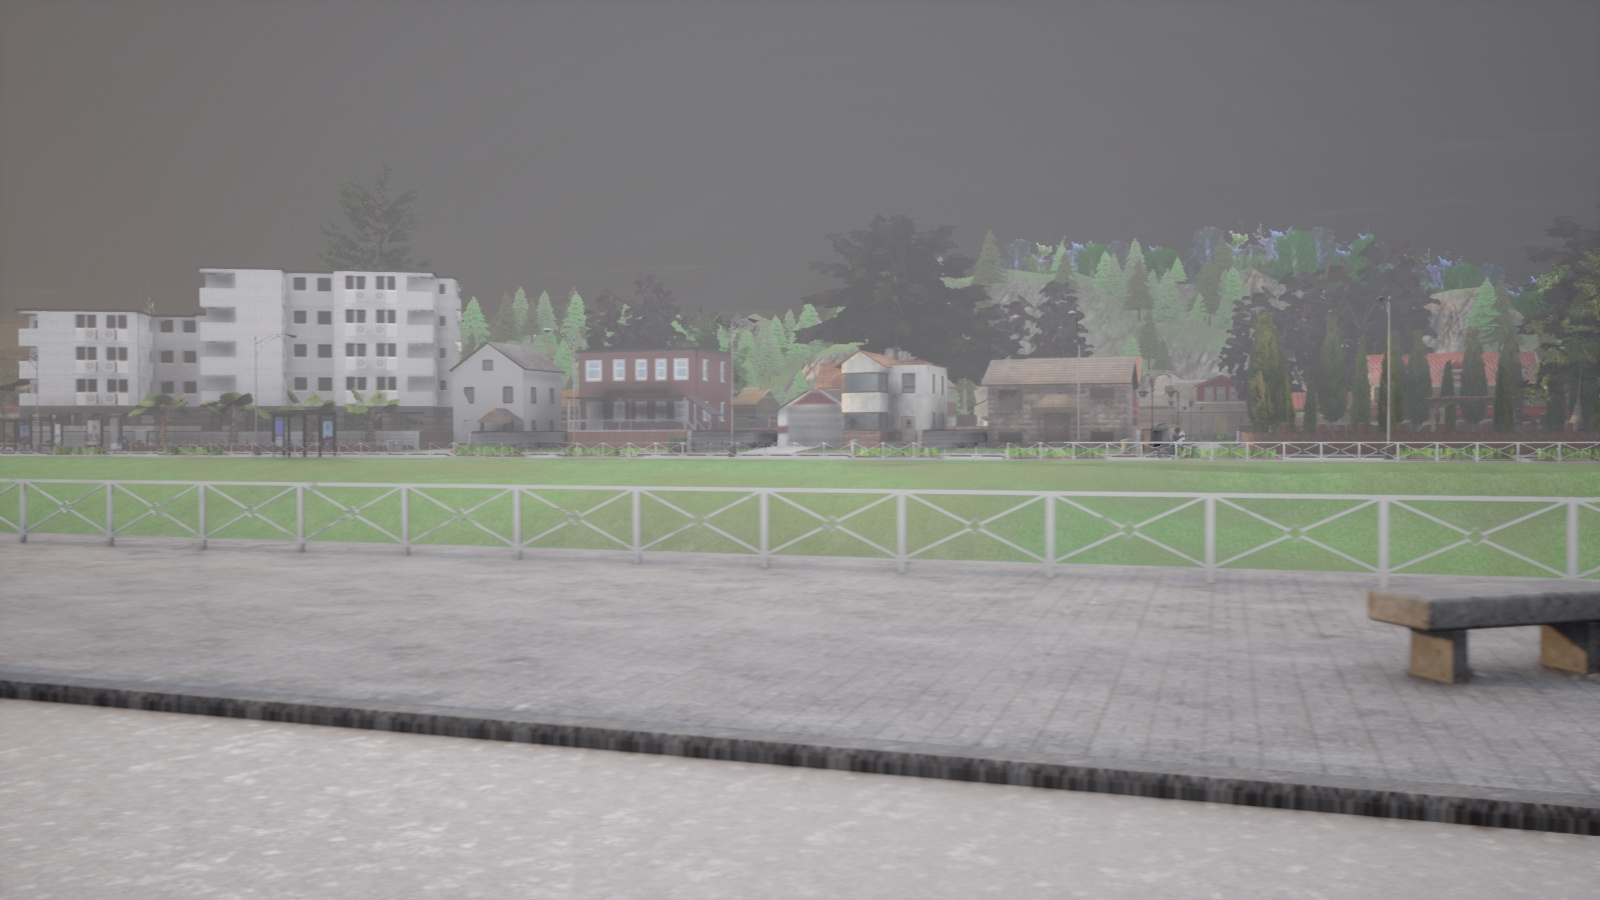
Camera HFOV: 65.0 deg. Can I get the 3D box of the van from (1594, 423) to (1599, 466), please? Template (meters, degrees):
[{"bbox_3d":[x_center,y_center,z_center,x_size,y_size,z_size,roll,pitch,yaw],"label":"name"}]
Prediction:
[{"bbox_3d":[40.431,-0.249,59.409,4.480,2.038,2.069,1,1,19],"label":"van"}]

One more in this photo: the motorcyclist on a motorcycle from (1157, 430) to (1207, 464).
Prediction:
[{"bbox_3d":[18.969,-0.151,62.418,2.350,1.649,0.766,1,1,19],"label":"motorcyclist on a motorcycle"}]
